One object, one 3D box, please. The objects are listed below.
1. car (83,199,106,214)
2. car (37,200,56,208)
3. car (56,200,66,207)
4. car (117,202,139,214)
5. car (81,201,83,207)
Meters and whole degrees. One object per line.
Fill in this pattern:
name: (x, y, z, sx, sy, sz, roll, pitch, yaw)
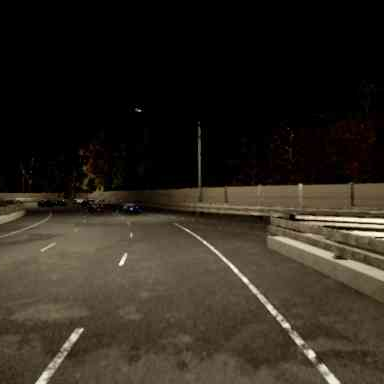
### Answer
car: (-12.067, 1.928, 41.839, 2.128, 1.511, 4.902, 0, -1, -23)
car: (-27.661, 2.198, 62.442, 2.128, 1.511, 4.902, 0, -1, -36)
car: (-27.069, 2.300, 67.522, 1.994, 1.385, 4.181, 0, -1, -39)
car: (-7.864, 1.966, 40.740, 1.994, 1.385, 4.181, 0, -1, -22)
car: (-19.724, 2.160, 63.355, 2.128, 1.511, 4.902, 0, -1, -35)
